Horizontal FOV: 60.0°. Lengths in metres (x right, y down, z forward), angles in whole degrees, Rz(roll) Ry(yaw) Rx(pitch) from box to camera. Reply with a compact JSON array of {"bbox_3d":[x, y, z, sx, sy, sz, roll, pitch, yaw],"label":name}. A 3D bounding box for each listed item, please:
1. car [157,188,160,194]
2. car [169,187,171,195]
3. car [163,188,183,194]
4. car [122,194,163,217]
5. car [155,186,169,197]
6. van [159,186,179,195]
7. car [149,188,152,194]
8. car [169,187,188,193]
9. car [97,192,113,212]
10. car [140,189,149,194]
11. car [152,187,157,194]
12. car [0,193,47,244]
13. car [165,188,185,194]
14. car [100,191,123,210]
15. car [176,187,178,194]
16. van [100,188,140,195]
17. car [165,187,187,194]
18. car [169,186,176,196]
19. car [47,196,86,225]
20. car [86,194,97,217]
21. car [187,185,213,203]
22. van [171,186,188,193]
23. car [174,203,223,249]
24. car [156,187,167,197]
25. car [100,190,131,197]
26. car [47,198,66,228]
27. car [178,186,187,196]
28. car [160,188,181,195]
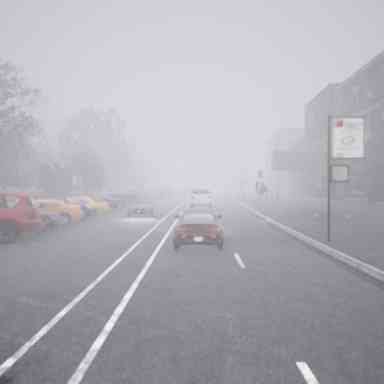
[{"bbox_3d":[-7.685,0.504,49.611,4.792,1.488,2.163,-1,1,-16],"label":"car"},{"bbox_3d":[-6.805,0.237,61.451,4.674,1.452,2.002,-1,1,-15],"label":"car"},{"bbox_3d":[-4.725,-0.215,82.117,4.674,1.452,2.002,0,1,-13],"label":"car"},{"bbox_3d":[-3.724,1.148,25.732,1.994,1.385,4.181,0,1,2],"label":"car"},{"bbox_3d":[-7.017,0.139,58.488,4.553,1.767,2.185,-1,2,-16],"label":"car"},{"bbox_3d":[-5.283,-0.358,76.258,4.442,1.987,1.878,-1,1,-14],"label":"van"},{"bbox_3d":[-8.069,0.493,43.673,4.553,1.767,2.185,-1,2,-17],"label":"car"},{"bbox_3d":[-3.688,-0.449,90.941,5.008,1.535,2.097,-1,1,-13],"label":"car"},{"bbox_3d":[-9.150,1.072,25.815,5.366,1.575,1.946,-1,2,-18],"label":"car"},{"bbox_3d":[-8.283,0.693,40.712,5.008,1.535,2.097,-1,1,-17],"label":"car"},{"bbox_3d":[-7.907,0.547,46.636,5.008,1.535,2.097,-1,2,-16],"label":"car"},{"bbox_3d":[-9.351,1.100,13.974,5.566,2.045,2.435,-1,1,-19],"label":"car"},{"bbox_3d":[-4.402,-0.278,85.046,4.674,1.452,2.002,-1,1,-13],"label":"car"},{"bbox_3d":[-8.850,0.995,28.839,5.008,1.535,2.097,-1,2,-18],"label":"car"},{"bbox_3d":[-5.993,0.038,70.322,4.674,1.452,2.002,-1,1,-15],"label":"car"},{"bbox_3d":[-8.553,0.545,37.697,4.442,1.987,1.878,-1,2,-17],"label":"van"},{"bbox_3d":[-4.241,-0.382,87.953,5.366,1.575,1.946,-1,1,-13],"label":"car"},{"bbox_3d":[-6.575,-0.121,64.390,5.566,2.045,2.435,-1,2,-15],"label":"car"},{"bbox_3d":[-9.166,1.222,19.935,5.008,1.535,2.097,-1,2,-18],"label":"car"},{"bbox_3d":[-9.109,1.022,22.898,4.553,1.767,2.185,-1,1,-18],"label":"car"},{"bbox_3d":[0.968,0.592,33.927,2.150,2.045,5.566,0,1,3],"label":"car"},{"bbox_3d":[-3.433,-0.740,93.854,4.442,1.987,1.878,-1,2,-13],"label":"van"},{"bbox_3d":[0.263,1.392,13.678,1.812,1.442,4.674,0,1,1],"label":"car"},{"bbox_3d":[-7.291,0.335,55.531,4.892,1.521,2.231,-1,1,-16],"label":"car"},{"bbox_3d":[-8.737,0.919,31.814,5.008,1.535,2.097,-1,1,-18],"label":"car"},{"bbox_3d":[-9.261,1.292,16.968,4.892,1.521,2.231,-1,1,-19],"label":"car"},{"bbox_3d":[-0.945,-0.200,67.294,2.150,2.045,5.566,0,2,5],"label":"car"},{"bbox_3d":[-5.072,-0.153,79.183,4.674,1.452,2.002,-1,1,-14],"label":"car"}]
